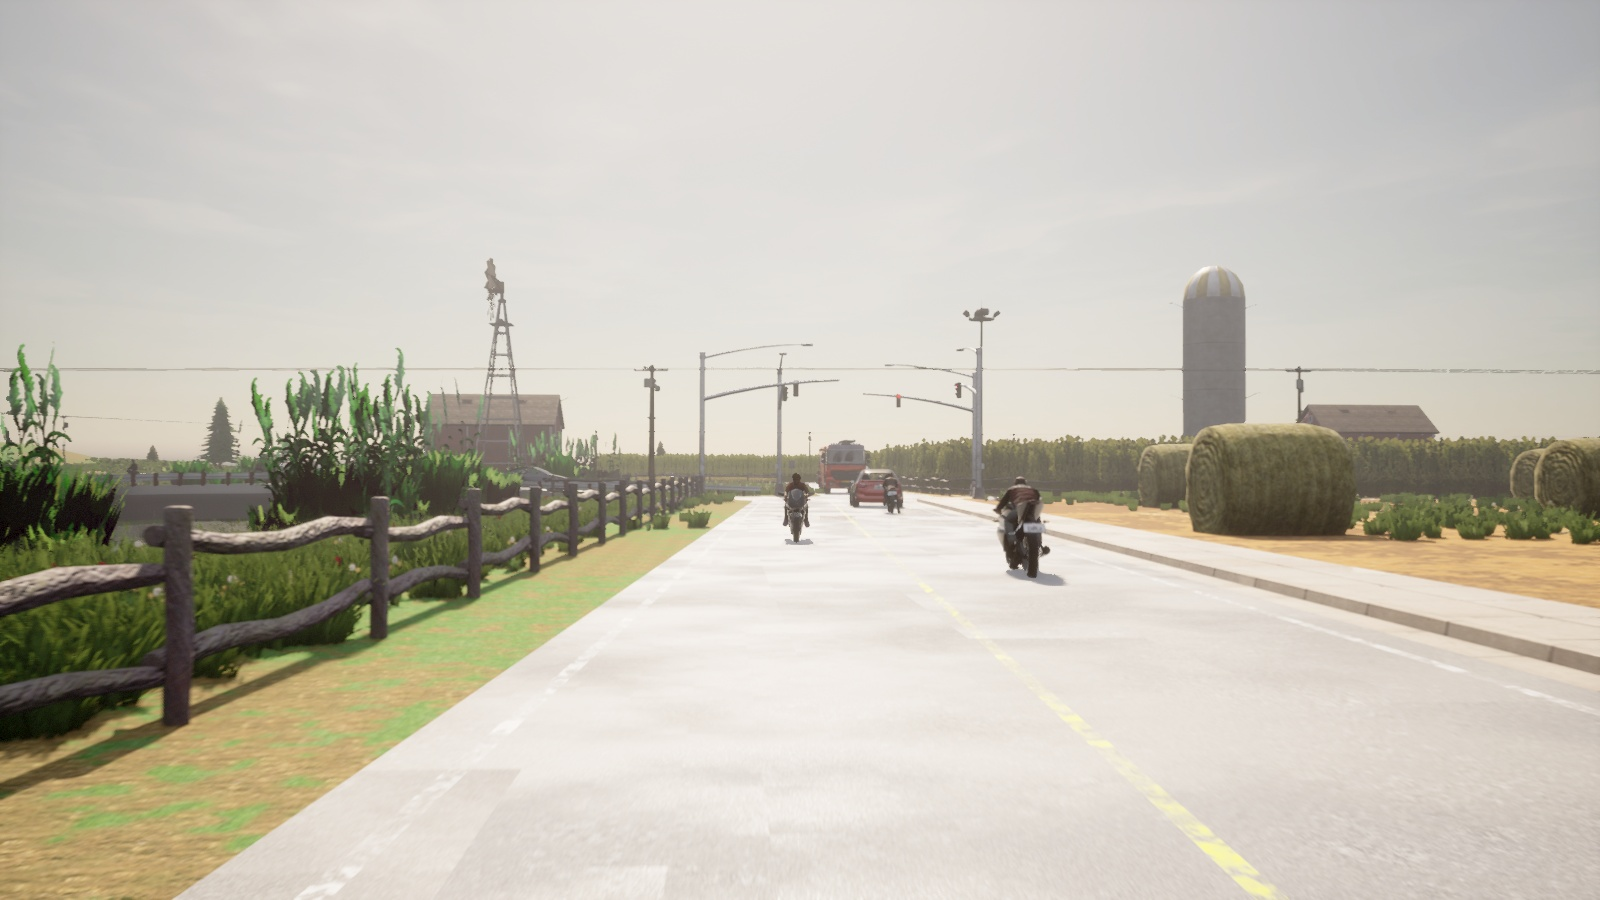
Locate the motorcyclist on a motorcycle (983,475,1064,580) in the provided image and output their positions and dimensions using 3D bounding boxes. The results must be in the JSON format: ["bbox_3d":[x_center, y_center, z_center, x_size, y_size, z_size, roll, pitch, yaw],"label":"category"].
[{"bbox_3d":[3.452,1.164,19.614,0.866,1.530,2.191,0,-1,0],"label":"motorcyclist on a motorcycle"}]

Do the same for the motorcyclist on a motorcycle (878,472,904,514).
[{"bbox_3d":[3.385,1.567,46.802,0.797,1.523,2.044,0,-1,0],"label":"motorcyclist on a motorcycle"}]

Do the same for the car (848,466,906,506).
[{"bbox_3d":[3.366,1.579,55.740,2.242,1.667,4.611,0,-1,0],"label":"car"}]

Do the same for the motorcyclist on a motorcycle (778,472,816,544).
[{"bbox_3d":[-0.069,1.263,27.850,0.797,1.523,2.044,0,-1,0],"label":"motorcyclist on a motorcycle"}]

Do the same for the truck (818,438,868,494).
[{"bbox_3d":[3.031,1.192,90.783,2.891,3.827,8.468,0,-1,-3],"label":"truck"}]

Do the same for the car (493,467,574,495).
[{"bbox_3d":[-15.337,1.778,72.406,4.181,1.385,1.994,2,-1,3],"label":"car"}]
